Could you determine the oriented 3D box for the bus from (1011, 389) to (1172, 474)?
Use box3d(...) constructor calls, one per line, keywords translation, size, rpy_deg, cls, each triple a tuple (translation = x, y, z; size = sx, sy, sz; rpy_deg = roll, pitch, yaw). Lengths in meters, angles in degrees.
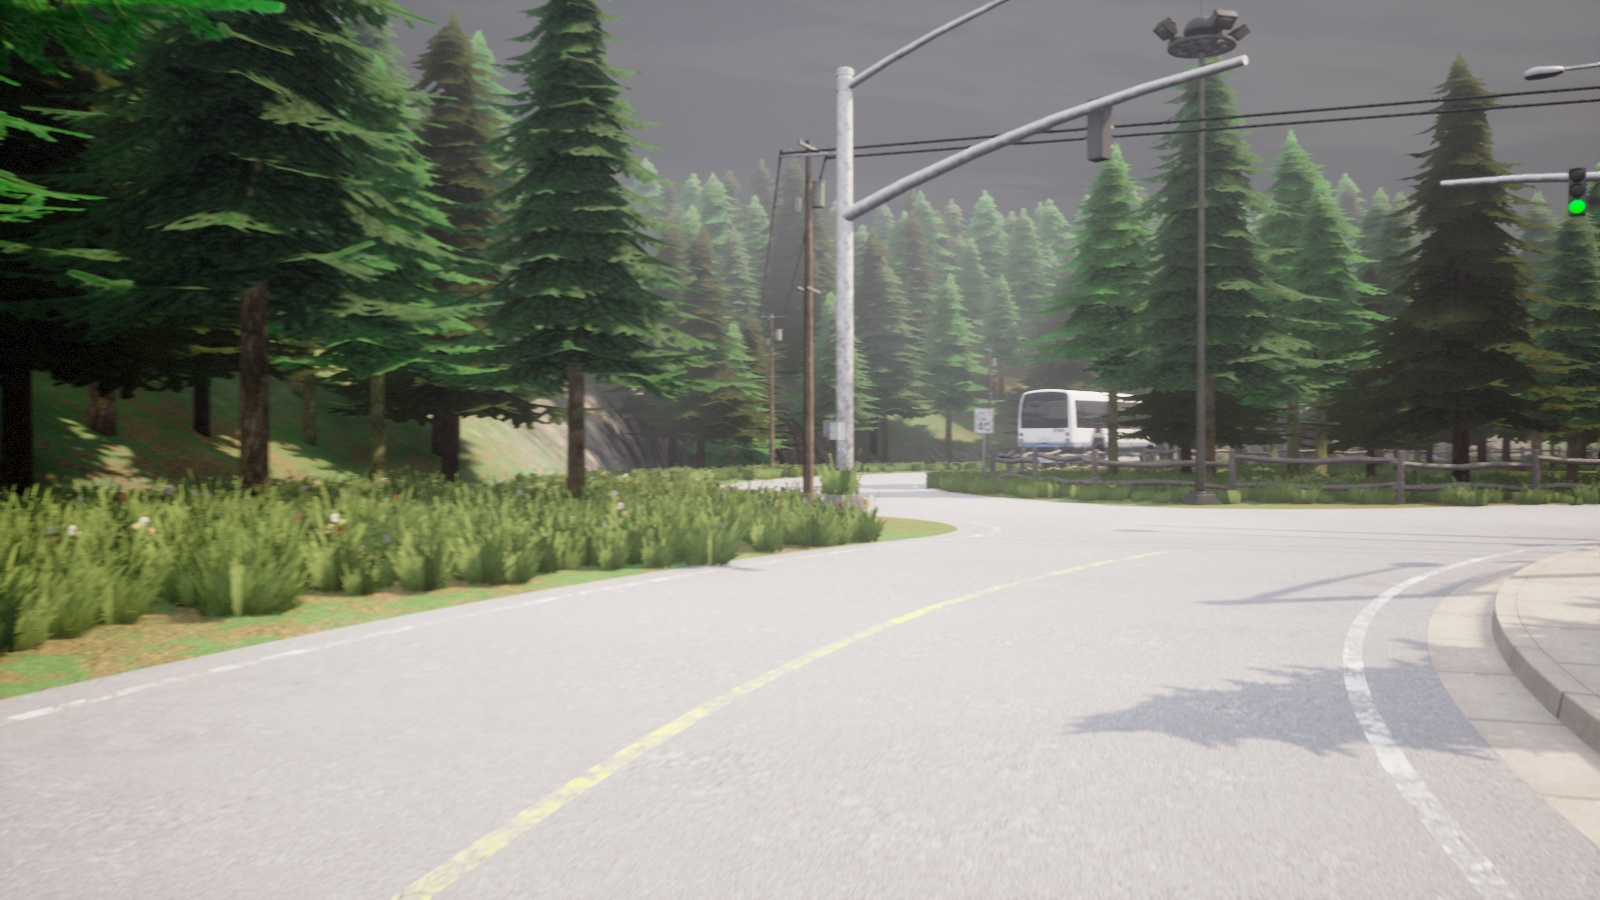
box3d(translation=(15.860, -0.949, 67.659), size=(3.944, 4.253, 10.273), rpy_deg=(0, 0, 42), cls="bus")
